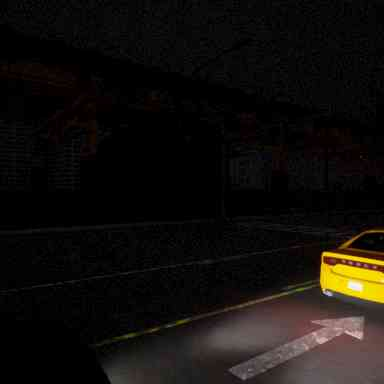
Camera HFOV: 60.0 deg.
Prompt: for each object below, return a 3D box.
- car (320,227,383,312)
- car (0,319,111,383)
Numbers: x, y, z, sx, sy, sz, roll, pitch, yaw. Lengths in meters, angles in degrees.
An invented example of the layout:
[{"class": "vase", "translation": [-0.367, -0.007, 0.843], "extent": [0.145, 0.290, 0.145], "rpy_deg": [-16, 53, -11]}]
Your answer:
[{"class": "car", "translation": [4.840, 1.478, 7.180], "extent": [5.008, 1.535, 1.882], "rpy_deg": [0, 0, -35]}, {"class": "car", "translation": [-2.773, 1.601, 1.774], "extent": [4.718, 1.301, 1.895], "rpy_deg": [0, 0, -35]}]
